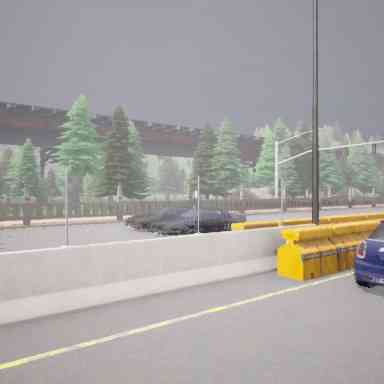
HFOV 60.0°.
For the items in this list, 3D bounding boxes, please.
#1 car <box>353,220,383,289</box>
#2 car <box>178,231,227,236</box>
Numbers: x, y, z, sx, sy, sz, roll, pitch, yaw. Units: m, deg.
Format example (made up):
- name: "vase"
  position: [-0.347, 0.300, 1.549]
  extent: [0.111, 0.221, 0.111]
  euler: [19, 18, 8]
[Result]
- name: "car"
  position: [5.919, 1.352, 7.988]
  extent: [4.553, 1.767, 2.097]
  euler: [0, 0, -36]
- name: "car"
  position: [0.475, 1.548, 17.182]
  extent: [5.357, 1.411, 2.033]
  euler: [0, 0, -35]
